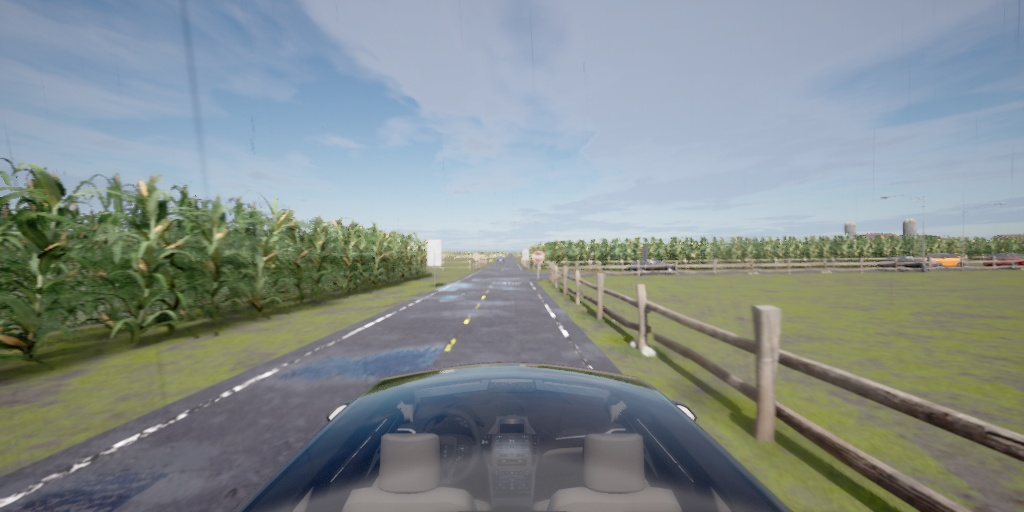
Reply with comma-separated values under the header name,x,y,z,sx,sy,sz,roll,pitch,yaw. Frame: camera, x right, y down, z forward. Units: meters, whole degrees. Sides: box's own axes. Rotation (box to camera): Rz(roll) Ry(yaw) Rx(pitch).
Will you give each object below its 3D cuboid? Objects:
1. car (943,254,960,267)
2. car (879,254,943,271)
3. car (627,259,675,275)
name,x,y,z,sx,sy,sz,roll,pitch,yaw
car,49.050,0.516,41.436,4.553,1.767,2.097,-1,1,-6
car,41.748,0.768,37.923,4.902,1.511,2.128,-1,1,-5
car,14.110,1.067,36.236,4.902,1.511,2.128,-1,1,-2
